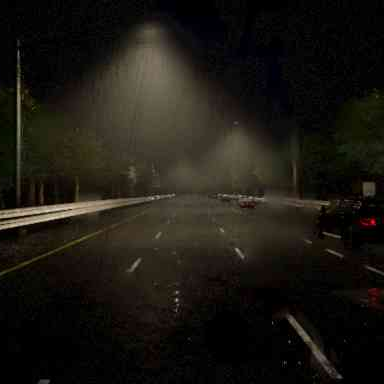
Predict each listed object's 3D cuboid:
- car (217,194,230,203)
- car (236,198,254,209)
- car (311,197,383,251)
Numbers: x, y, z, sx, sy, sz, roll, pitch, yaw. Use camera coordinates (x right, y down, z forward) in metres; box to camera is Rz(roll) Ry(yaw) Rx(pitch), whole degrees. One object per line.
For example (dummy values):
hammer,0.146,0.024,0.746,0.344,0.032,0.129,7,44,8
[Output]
car,7.062,1.582,71.599,2.033,1.411,5.357,0,0,0
car,7.022,1.559,44.476,2.033,1.411,5.357,0,0,0
car,7.007,1.224,14.176,2.150,2.045,5.566,0,0,0
